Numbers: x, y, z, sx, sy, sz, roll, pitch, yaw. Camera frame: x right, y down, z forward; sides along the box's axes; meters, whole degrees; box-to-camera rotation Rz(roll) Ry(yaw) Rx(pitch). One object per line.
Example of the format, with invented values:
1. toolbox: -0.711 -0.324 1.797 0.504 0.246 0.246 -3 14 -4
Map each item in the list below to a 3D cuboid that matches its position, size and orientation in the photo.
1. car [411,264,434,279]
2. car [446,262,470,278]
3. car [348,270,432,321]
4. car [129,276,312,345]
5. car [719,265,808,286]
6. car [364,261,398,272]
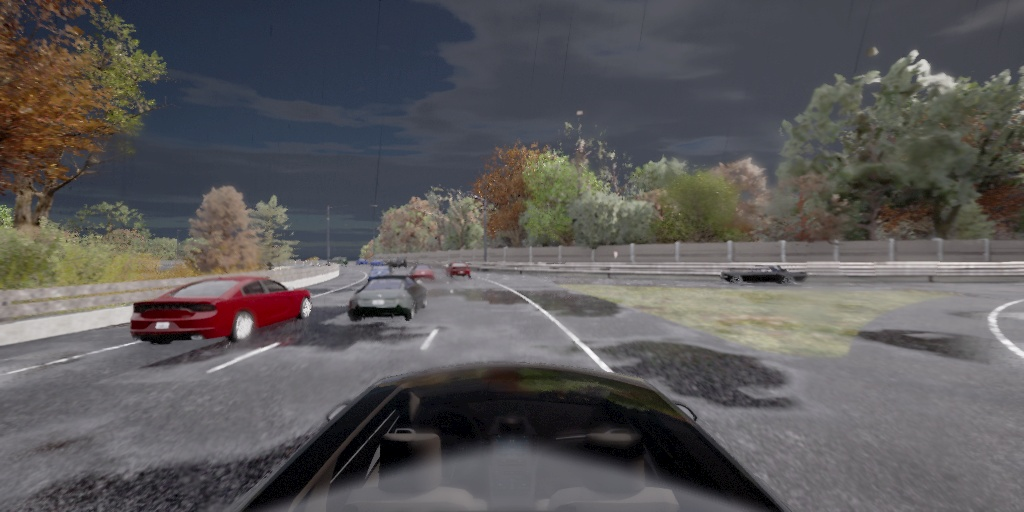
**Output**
1. car: -8.246 1.430 32.992 1.994 1.385 4.181 0 0 -16
2. car: -5.343 1.331 35.189 1.882 1.535 5.008 0 0 -17
3. car: -4.220 1.363 12.766 1.994 1.385 4.181 0 0 -6
4. car: -7.416 1.290 9.870 1.882 1.535 5.008 0 0 -5
5. car: 16.826 1.298 24.314 4.718 1.301 1.895 0 0 20
6. car: -11.229 1.427 30.929 2.033 1.411 5.357 0 0 -16
